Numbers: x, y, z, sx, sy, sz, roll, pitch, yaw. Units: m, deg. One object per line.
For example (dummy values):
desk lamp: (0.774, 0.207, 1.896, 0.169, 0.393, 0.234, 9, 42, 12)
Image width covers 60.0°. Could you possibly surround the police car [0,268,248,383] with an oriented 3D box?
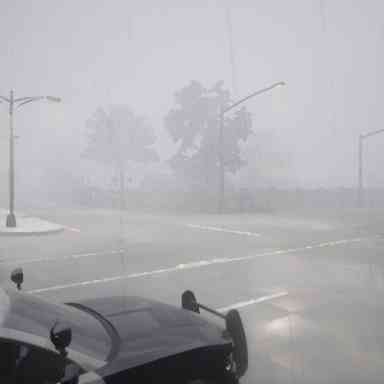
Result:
police car: (-1.760, 1.425, 2.485, 5.238, 1.638, 1.930, 0, 0, -35)
